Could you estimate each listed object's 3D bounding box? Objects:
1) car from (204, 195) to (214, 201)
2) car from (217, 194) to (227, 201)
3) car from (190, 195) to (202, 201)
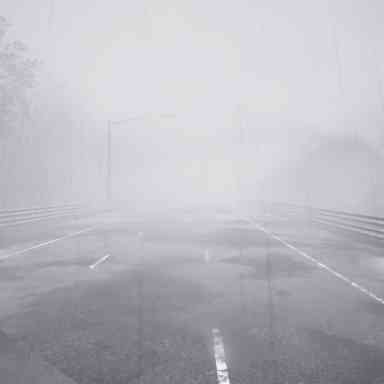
[{"bbox_3d":[4.132,1.676,85.789,1.895,1.301,4.718,0,0,7],"label":"car"},{"bbox_3d":[7.696,1.437,86.132,2.097,1.767,4.553,0,0,7],"label":"car"},{"bbox_3d":[0.602,1.621,85.736,2.033,1.411,5.357,0,0,7],"label":"car"}]
